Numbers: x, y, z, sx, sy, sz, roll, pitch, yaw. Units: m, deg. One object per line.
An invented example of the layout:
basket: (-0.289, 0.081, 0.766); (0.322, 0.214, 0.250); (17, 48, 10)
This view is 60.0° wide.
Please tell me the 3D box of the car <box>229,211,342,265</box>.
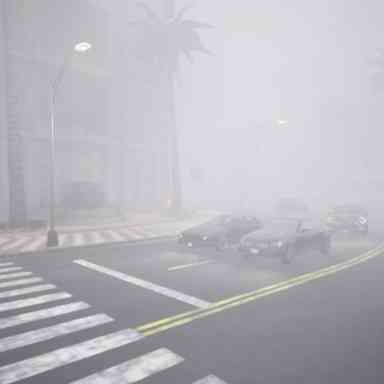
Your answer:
car: (3.664, 1.653, 12.460); (1.812, 1.442, 4.674); (-1, -1, 45)

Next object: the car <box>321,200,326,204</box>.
car: (12.900, 1.710, 28.848); (1.882, 1.535, 5.008); (-1, -1, 11)

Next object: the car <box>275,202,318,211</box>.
car: (7.606, 1.723, 23.920); (2.128, 1.511, 4.902); (-1, -1, 23)

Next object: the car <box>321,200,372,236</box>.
car: (9.143, 1.505, 19.462); (2.097, 1.767, 4.553); (-1, -1, 29)

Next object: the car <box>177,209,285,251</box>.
car: (1.829, 1.736, 15.345); (5.357, 1.411, 2.033); (0, -1, -44)

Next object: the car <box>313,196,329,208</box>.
car: (18.708, 1.676, 50.893); (2.150, 2.045, 5.566); (0, -1, -18)

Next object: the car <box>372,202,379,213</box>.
car: (20.644, 1.787, 40.685); (2.128, 1.511, 4.902); (-1, -1, -5)

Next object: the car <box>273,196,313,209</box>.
car: (10.239, 1.559, 34.276); (2.150, 2.045, 5.566); (-1, -1, 3)

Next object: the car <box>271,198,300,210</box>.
car: (14.509, 1.870, 51.833); (2.097, 1.767, 4.553); (0, -1, -18)
